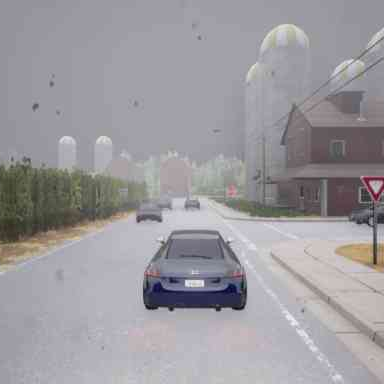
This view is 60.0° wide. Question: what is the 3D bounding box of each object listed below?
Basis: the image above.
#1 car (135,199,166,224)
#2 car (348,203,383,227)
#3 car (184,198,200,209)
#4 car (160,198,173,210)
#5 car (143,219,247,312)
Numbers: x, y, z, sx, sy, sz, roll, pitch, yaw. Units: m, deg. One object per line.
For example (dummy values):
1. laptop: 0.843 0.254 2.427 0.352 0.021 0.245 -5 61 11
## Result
1. car: -3.290 1.545 25.436 2.033 1.411 5.357 0 0 -7
2. car: 12.902 1.478 21.925 4.892 1.490 1.837 0 0 -1
3. car: -0.027 1.492 44.524 2.128 1.511 4.902 0 0 -4
4. car: -3.507 1.508 43.143 1.837 1.490 4.892 0 0 0
5. car: 0.079 1.564 7.815 1.994 1.385 4.181 0 0 1
